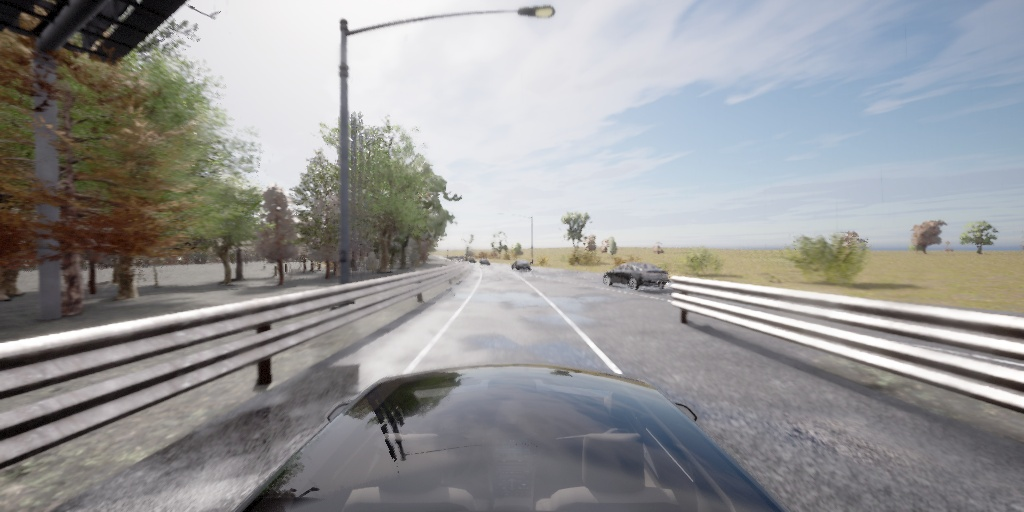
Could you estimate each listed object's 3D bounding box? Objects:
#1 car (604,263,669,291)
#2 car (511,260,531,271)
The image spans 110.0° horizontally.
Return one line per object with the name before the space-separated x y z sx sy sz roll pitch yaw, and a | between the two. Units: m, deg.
car | 7.183 1.151 21.234 2.128 1.511 4.902 0 0 -13
car | 1.153 1.247 47.615 1.812 1.442 4.674 0 0 -13
